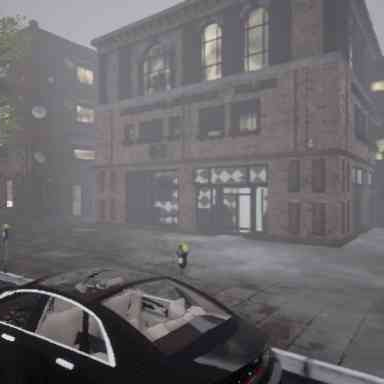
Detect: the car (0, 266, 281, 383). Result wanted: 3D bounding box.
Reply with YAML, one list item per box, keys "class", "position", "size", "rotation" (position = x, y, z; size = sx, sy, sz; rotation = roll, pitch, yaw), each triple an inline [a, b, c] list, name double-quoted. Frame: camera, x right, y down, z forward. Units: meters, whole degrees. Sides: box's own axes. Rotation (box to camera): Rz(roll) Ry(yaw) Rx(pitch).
- class: "car"
  position: [-1.248, 1.554, 3.763]
  size: [4.403, 1.369, 2.008]
  rotation: [0, 0, 35]
